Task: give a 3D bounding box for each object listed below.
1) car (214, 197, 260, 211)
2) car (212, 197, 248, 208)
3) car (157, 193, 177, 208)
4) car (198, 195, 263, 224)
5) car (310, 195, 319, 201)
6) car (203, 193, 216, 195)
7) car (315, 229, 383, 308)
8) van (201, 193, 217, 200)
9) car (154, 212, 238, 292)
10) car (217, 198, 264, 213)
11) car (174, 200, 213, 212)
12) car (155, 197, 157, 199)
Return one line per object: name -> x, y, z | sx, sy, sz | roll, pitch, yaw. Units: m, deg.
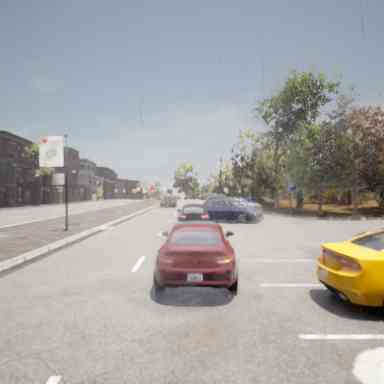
car -> 5.070, 1.378, 38.185 | 5.008, 1.535, 2.097 | 0, 0, 0
car -> 5.058, 1.406, 44.734 | 4.674, 1.452, 2.002 | 0, 0, 0
car -> -3.288, 1.234, 46.673 | 2.097, 1.767, 4.553 | 0, 0, 0
car -> 2.717, 1.277, 23.898 | 4.553, 1.767, 2.097 | 0, 0, 31
car -> 22.325, 1.013, 57.478 | 4.902, 1.511, 2.128 | -1, -3, 0
car -> 5.080, 1.196, 69.070 | 4.553, 1.767, 2.185 | 0, 0, 0
car -> 5.075, 1.441, 6.551 | 5.008, 1.535, 2.097 | 0, 0, 0
van -> 4.726, 1.198, 93.036 | 4.442, 1.987, 1.878 | 0, -1, -1
car -> 0.142, 1.481, 8.720 | 1.812, 1.442, 4.674 | 0, 0, 2
car -> 5.064, 1.424, 35.036 | 4.674, 1.452, 2.002 | 0, 0, 0
car -> 0.090, 1.457, 19.922 | 1.812, 1.442, 4.674 | 0, 0, 0
car -> -7.616, 1.426, 93.566 | 5.366, 1.575, 1.946 | 0, -1, -1
